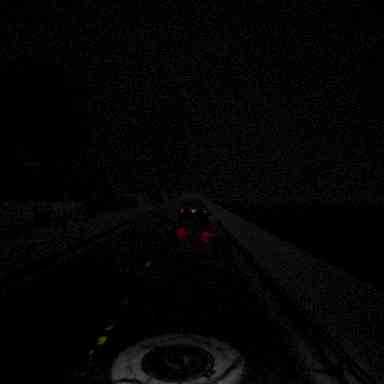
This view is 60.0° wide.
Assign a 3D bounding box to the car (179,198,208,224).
[{"bbox_3d":[0.099,1.365,25.235,2.097,1.767,4.553,0,0,0],"label":"car"}]

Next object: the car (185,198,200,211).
[{"bbox_3d":[0.100,1.543,42.930,1.812,1.442,4.674,0,0,0],"label":"car"}]
